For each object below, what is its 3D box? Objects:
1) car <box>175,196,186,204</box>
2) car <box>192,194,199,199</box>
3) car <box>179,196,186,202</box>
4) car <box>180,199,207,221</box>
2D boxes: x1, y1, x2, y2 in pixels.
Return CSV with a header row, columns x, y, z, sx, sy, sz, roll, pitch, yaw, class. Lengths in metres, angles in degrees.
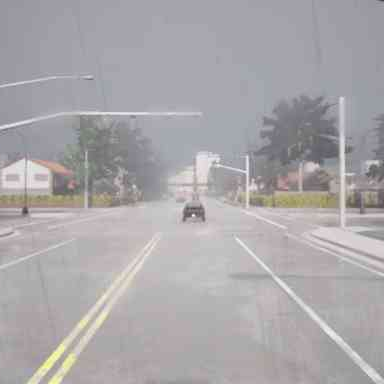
x,y,z,sx,sy,sz,roll,pitch,yaw,class
-2.653,1.874,72.979,2.033,1.411,5.357,0,0,0,car
0.989,1.942,92.896,1.812,1.442,4.674,0,0,0,car
-2.540,1.907,88.777,1.837,1.490,4.892,0,0,0,car
0.216,1.638,29.019,1.837,1.490,4.892,0,0,2,car
